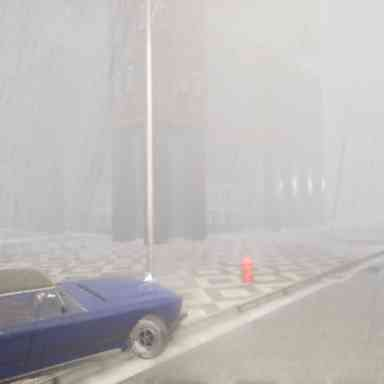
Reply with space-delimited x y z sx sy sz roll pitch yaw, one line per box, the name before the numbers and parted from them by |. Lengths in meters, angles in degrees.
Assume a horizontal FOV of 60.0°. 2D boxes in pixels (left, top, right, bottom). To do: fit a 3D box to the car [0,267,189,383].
car | -2.355 1.817 4.814 4.718 1.301 1.895 3 -2 -38
